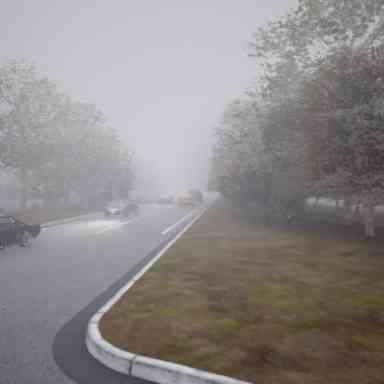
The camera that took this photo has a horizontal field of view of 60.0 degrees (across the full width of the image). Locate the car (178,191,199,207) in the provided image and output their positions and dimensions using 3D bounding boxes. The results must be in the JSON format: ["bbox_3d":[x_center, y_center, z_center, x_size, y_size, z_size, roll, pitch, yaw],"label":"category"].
[{"bbox_3d":[-0.566,1.028,42.307,1.882,1.535,5.008,0,1,6],"label":"car"}]

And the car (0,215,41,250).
[{"bbox_3d":[-7.397,1.524,11.598,1.895,1.301,4.718,0,1,6],"label":"car"}]

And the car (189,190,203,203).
[{"bbox_3d":[0.443,0.654,52.644,2.150,2.045,5.566,0,1,6],"label":"car"}]

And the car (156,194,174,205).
[{"bbox_3d":[-3.661,1.051,46.943,1.812,1.442,4.674,0,0,6],"label":"car"}]

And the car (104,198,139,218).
[{"bbox_3d":[-5.747,1.232,27.583,2.128,1.511,4.902,0,1,6],"label":"car"}]
